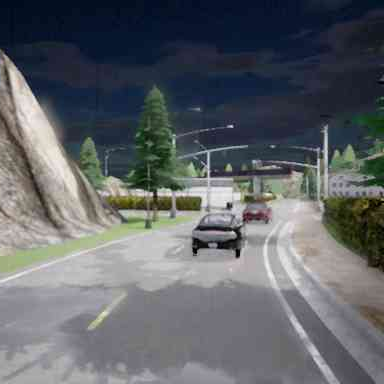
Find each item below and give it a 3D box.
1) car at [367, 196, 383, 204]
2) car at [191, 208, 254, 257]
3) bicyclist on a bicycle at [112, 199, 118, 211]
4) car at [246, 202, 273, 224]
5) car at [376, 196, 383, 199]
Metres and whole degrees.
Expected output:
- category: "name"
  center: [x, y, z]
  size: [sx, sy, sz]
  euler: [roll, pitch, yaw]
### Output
- category: "car"
  center: [45.231, 1.982, 80.526]
  size: [4.605, 1.855, 1.932]
  euler: [0, -1, 18]
- category: "car"
  center: [1.244, 1.629, 13.720]
  size: [2.128, 1.511, 4.902]
  euler: [0, 0, 13]
- category: "bicyclist on a bicycle"
  center: [-11.017, 1.887, 47.762]
  size: [0.582, 1.620, 1.656]
  euler: [0, 0, 17]
- category: "car"
  center: [5.512, 1.631, 27.663]
  size: [2.097, 1.767, 4.553]
  euler: [0, -1, 19]
- category: "car"
  center: [40.720, 2.060, 68.892]
  size: [4.514, 1.523, 2.007]
  euler: [0, -1, 18]
